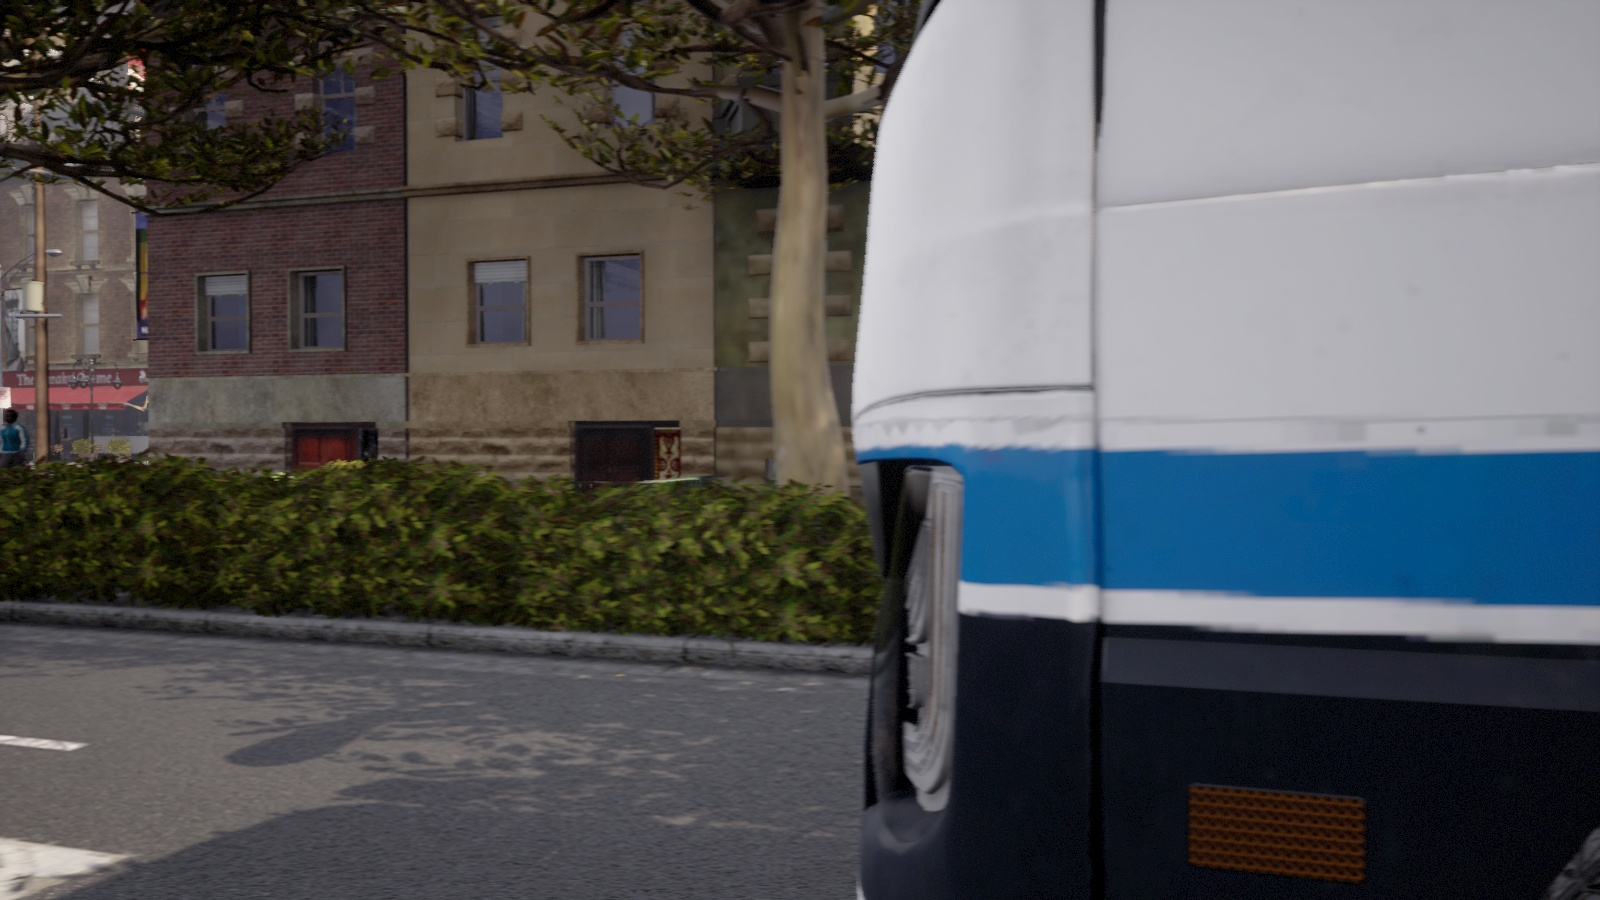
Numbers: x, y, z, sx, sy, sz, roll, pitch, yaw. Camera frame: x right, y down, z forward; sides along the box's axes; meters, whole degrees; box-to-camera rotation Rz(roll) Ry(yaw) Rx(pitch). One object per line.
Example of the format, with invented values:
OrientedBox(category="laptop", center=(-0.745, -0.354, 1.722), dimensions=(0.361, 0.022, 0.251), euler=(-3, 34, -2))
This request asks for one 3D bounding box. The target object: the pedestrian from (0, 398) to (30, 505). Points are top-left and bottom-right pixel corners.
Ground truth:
OrientedBox(category="pedestrian", center=(-14.490, 0.026, 22.964), dimensions=(0.396, 1.930, 0.692), euler=(0, 1, 0))

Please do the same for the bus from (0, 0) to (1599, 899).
OrientedBox(category="bus", center=(4.602, -0.554, 1.614), dimensions=(10.273, 4.253, 3.944), euler=(1, 1, 18))
